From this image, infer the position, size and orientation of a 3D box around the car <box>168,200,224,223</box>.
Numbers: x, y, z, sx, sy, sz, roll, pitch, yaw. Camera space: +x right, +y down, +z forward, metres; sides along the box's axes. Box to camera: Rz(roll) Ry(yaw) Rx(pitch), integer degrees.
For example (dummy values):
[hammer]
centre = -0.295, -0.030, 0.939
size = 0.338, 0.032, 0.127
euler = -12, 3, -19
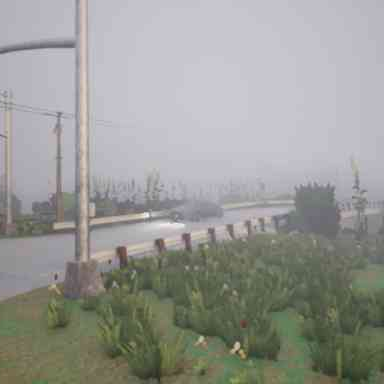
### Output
[car]
centre = 0.320, 1.241, 22.704
size = 1.994, 1.385, 4.181
euler = 0, 2, 41
